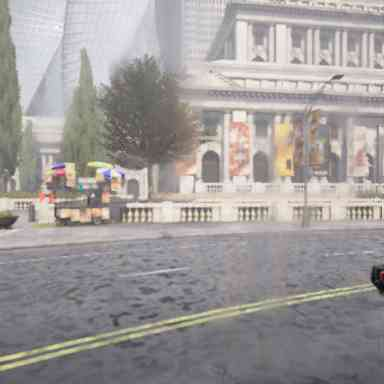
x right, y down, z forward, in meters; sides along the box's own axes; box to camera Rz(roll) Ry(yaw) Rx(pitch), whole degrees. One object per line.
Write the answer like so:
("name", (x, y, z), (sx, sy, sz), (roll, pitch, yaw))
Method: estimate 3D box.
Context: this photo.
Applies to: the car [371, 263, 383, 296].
("car", (5.888, 1.593, 6.346), (4.718, 1.301, 1.895), (0, 0, -21))
